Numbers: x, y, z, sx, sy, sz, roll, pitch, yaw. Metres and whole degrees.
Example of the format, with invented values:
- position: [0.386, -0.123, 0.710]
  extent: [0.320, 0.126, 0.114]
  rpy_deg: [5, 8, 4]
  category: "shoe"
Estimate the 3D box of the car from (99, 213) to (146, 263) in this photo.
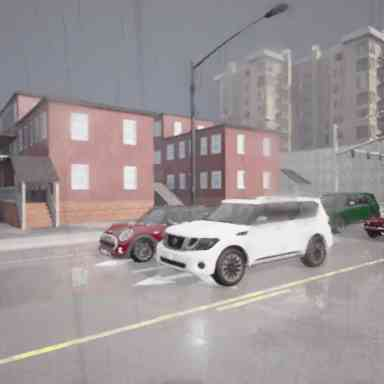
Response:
- position: [-0.946, 1.299, 11.920]
  extent: [4.553, 1.767, 2.097]
  rpy_deg: [-1, 0, -35]
  category: "car"

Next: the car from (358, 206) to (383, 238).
- position: [9.991, 1.448, 15.412]
  extent: [4.718, 1.301, 1.895]
  rpy_deg: [-1, 0, -35]
  category: "car"

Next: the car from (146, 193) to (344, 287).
- position: [1.742, 1.160, 9.543]
  extent: [5.566, 2.045, 2.150]
  rpy_deg: [-1, 0, -36]
  category: "car"

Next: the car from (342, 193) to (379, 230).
- position: [8.263, 1.067, 18.476]
  extent: [5.566, 2.045, 2.150]
  rpy_deg: [-1, 0, -35]
  category: "car"
